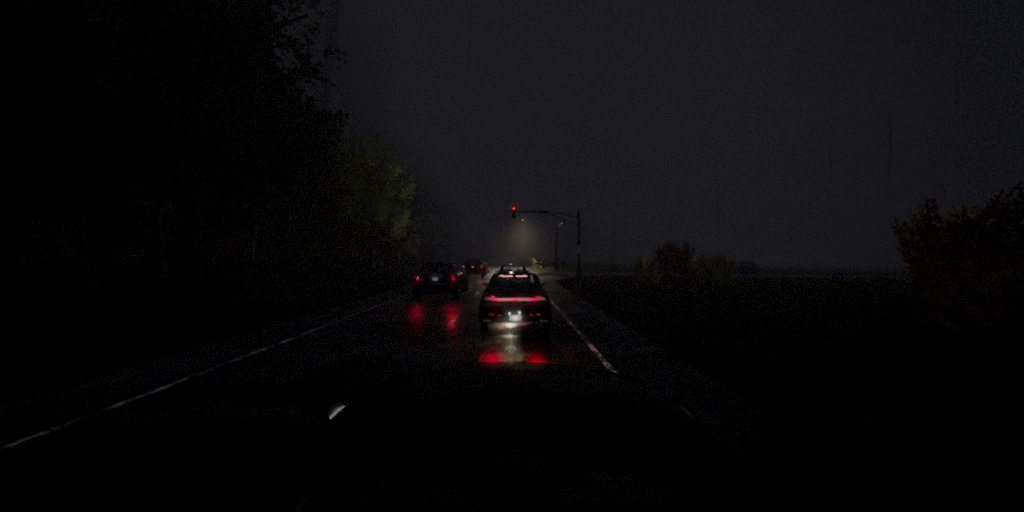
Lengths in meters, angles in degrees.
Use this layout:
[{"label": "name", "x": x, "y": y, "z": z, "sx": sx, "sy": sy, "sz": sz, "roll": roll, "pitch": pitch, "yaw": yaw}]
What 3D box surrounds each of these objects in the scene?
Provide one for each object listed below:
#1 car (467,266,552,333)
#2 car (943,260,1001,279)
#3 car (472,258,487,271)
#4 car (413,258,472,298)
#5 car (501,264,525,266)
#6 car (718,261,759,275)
[{"label": "car", "x": 0.076, "y": 1.216, "z": 10.712, "sx": 2.128, "sy": 1.511, "sz": 4.902, "roll": 0, "pitch": 0, "yaw": 0}, {"label": "car", "x": 50.168, "y": 1.415, "z": 39.059, "sx": 5.566, "sy": 2.045, "sz": 2.150, "roll": 1, "pitch": -1, "yaw": 1}, {"label": "car", "x": -3.495, "y": 1.009, "z": 34.078, "sx": 2.097, "sy": 1.767, "sz": 4.553, "roll": 0, "pitch": 0, "yaw": 0}, {"label": "car", "x": -3.447, "y": 1.056, "z": 18.185, "sx": 2.097, "sy": 1.767, "sz": 4.553, "roll": 0, "pitch": 0, "yaw": 0}, {"label": "car", "x": 0.051, "y": 1.190, "z": 20.110, "sx": 2.128, "sy": 1.511, "sz": 4.902, "roll": 0, "pitch": 0, "yaw": 0}, {"label": "car", "x": 26.674, "y": 1.333, "z": 42.701, "sx": 4.553, "sy": 1.767, "sz": 2.097, "roll": 1, "pitch": -1, "yaw": 0}]
